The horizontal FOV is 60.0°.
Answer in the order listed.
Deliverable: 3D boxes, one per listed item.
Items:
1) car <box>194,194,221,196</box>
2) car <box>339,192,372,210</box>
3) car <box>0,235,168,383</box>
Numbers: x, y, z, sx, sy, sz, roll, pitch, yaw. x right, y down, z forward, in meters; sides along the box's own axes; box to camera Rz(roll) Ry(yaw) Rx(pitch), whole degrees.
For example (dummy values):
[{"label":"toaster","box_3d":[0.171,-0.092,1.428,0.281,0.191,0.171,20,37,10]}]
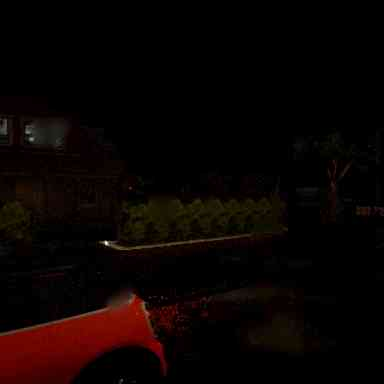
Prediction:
[{"label":"car","box_3d":[1.831,1.222,30.198,2.150,2.045,5.566,0,0,-35]},{"label":"car","box_3d":[17.452,0.985,36.235,3.866,1.878,1.905,0,0,0]},{"label":"car","box_3d":[-2.544,1.352,2.792,4.553,1.767,2.097,0,0,-35]}]
